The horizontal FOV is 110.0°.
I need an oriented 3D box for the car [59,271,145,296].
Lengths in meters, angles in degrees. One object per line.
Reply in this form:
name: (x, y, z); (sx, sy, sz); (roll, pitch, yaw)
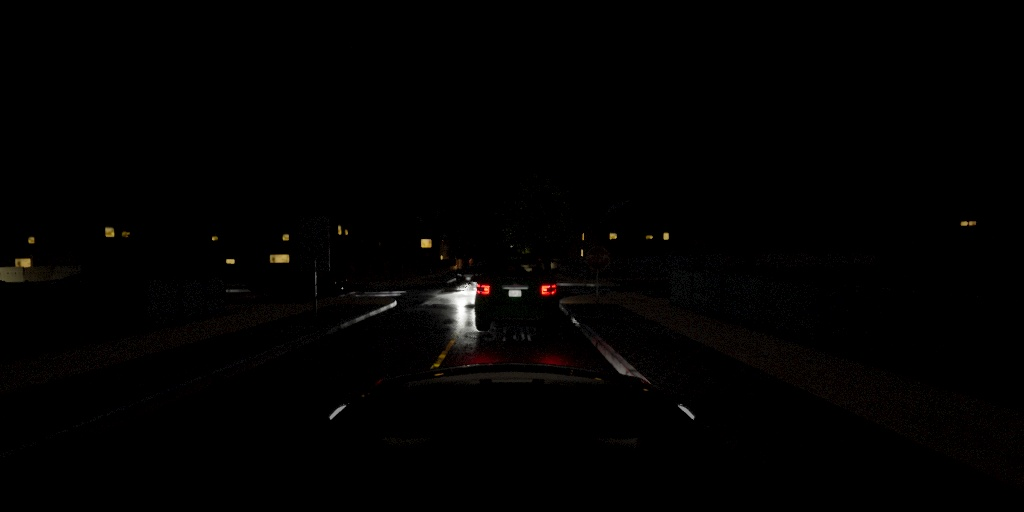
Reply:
car: (-22.135, 1.596, 19.731); (4.892, 1.490, 1.837); (-1, 2, -1)

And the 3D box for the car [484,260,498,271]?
car: (-2.913, 1.319, 50.641); (1.812, 1.442, 4.674); (0, 0, 0)

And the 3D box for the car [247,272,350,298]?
car: (-11.691, 1.538, 19.943); (4.718, 1.301, 1.895); (-1, 2, -3)

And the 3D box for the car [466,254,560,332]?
car: (0.264, 0.967, 11.023); (2.150, 2.045, 5.566); (0, 0, 4)

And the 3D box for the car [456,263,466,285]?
car: (-2.892, 1.244, 26.122); (2.128, 1.511, 4.902); (0, 0, 0)

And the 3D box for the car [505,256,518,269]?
car: (-0.105, 1.044, 60.903); (2.150, 2.045, 5.566); (0, 0, 0)

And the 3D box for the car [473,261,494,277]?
car: (-2.914, 1.296, 37.796); (1.812, 1.442, 4.674); (0, 0, 0)
